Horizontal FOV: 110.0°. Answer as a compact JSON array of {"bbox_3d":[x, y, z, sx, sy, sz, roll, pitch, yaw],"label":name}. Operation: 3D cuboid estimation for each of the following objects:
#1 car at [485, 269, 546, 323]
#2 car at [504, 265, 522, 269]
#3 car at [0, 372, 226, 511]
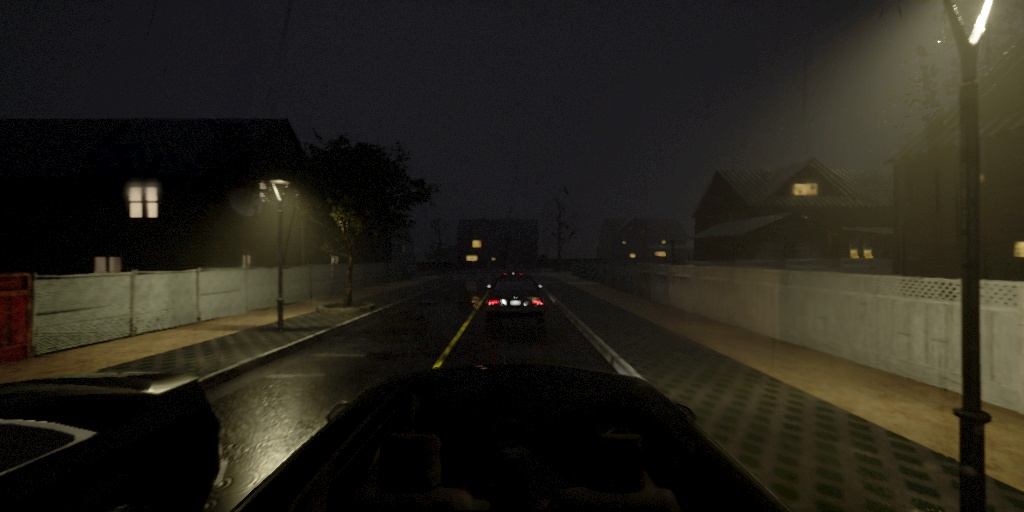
[{"bbox_3d":[0.095,1.343,12.368,2.033,1.411,5.357,0,0,0],"label":"car"},{"bbox_3d":[0.095,1.442,30.161,2.033,1.411,5.357,0,0,0],"label":"car"},{"bbox_3d":[-2.851,1.237,0.348,2.128,1.511,4.902,0,0,0],"label":"car"}]
